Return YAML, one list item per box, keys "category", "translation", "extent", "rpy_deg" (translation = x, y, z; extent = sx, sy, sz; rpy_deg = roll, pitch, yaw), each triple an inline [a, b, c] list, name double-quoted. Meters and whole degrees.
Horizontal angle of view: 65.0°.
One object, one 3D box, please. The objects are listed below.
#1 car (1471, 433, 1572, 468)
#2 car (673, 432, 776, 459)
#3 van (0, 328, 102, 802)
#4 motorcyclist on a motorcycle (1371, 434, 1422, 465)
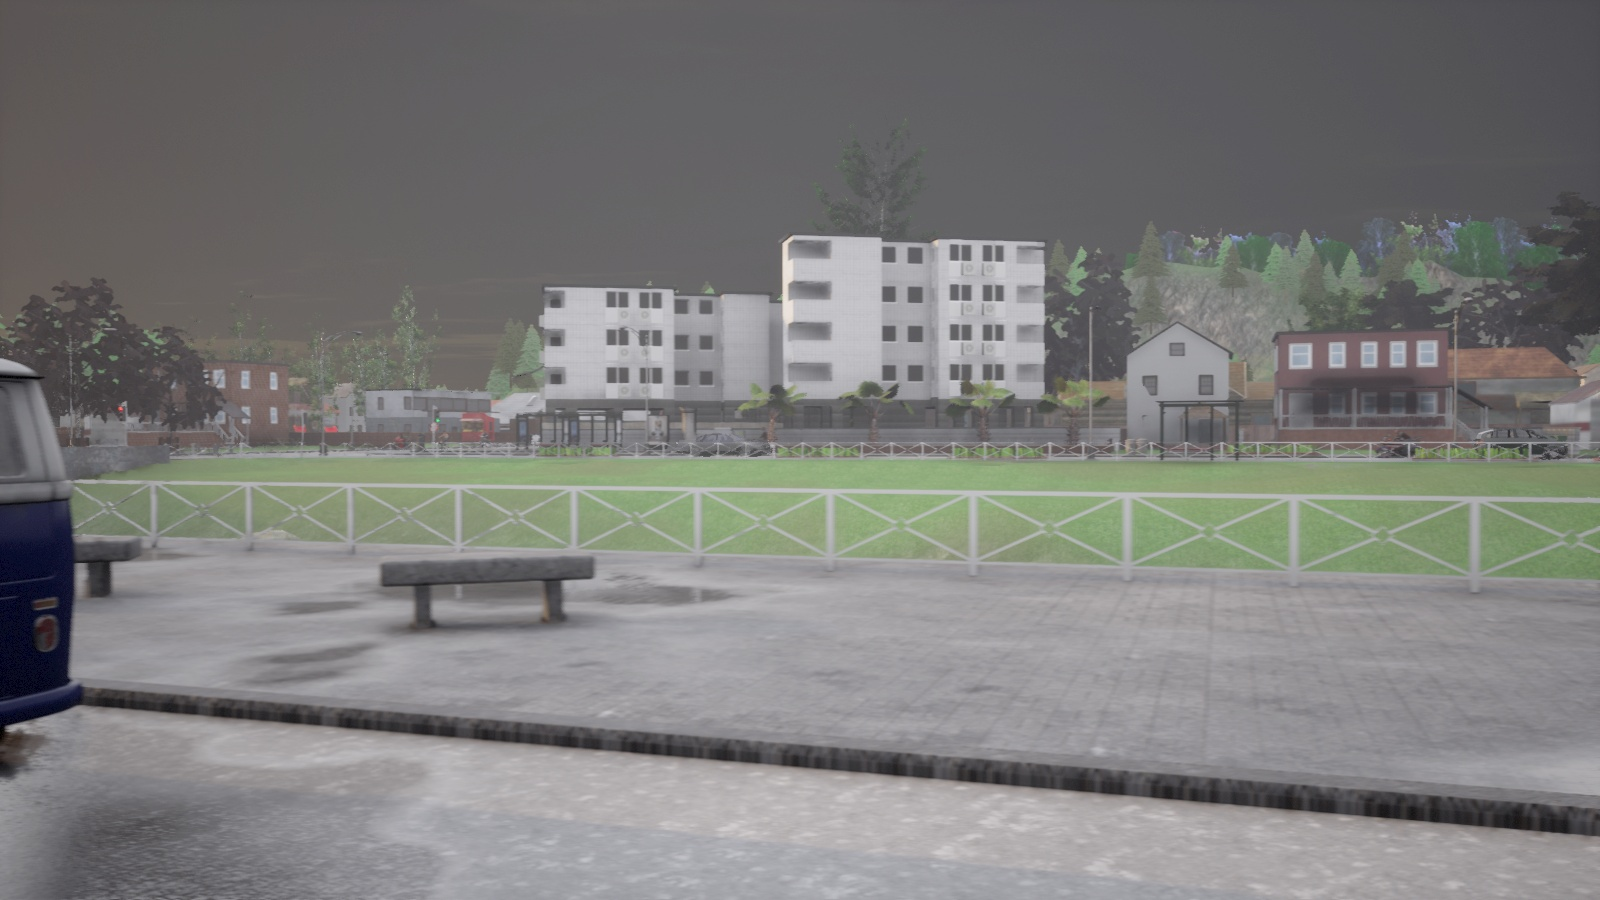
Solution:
- category: "car"
  translation: [33.078, 0.006, 57.688]
  extent: [3.705, 1.549, 1.789]
  rpy_deg: [0, 1, 19]
- category: "car"
  translation: [-4.232, -0.267, 70.250]
  extent: [5.357, 1.411, 2.033]
  rpy_deg: [1, 1, 19]
- category: "van"
  translation: [-5.574, 0.469, 5.590]
  extent: [4.442, 1.987, 1.775]
  rpy_deg: [1, 1, 19]
- category: "motorcyclist on a motorcycle"
  translation: [29.909, -0.034, 62.978]
  extent: [2.191, 1.530, 0.866]
  rpy_deg: [1, 1, 19]
